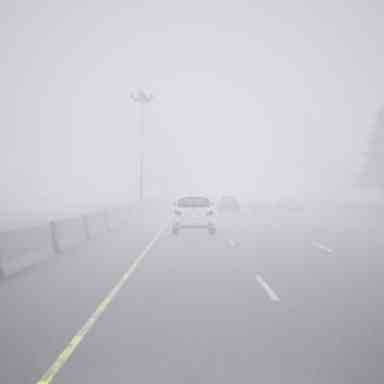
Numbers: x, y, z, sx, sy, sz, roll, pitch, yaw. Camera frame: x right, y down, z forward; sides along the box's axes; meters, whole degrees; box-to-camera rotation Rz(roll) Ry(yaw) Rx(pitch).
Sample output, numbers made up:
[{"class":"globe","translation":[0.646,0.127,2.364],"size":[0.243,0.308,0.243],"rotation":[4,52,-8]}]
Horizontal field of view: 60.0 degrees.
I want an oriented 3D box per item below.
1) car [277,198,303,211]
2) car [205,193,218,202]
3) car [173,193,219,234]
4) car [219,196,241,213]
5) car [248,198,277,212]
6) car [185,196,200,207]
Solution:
[{"class":"car","translation":[10.597,1.326,36.344],"size":[1.994,1.385,4.181],"rotation":[0,1,0]},{"class":"car","translation":[3.595,0.929,60.995],"size":[2.128,1.511,4.902],"rotation":[0,1,0]},{"class":"car","translation":[0.098,1.171,18.819],"size":[2.150,2.045,5.566],"rotation":[0,0,0]},{"class":"car","translation":[3.598,1.149,33.541],"size":[2.097,1.767,4.553],"rotation":[0,1,0]},{"class":"car","translation":[7.097,1.308,34.788],"size":[1.812,1.442,4.674],"rotation":[0,1,0]},{"class":"car","translation":[0.096,1.246,45.007],"size":[1.895,1.301,4.718],"rotation":[0,1,0]}]
